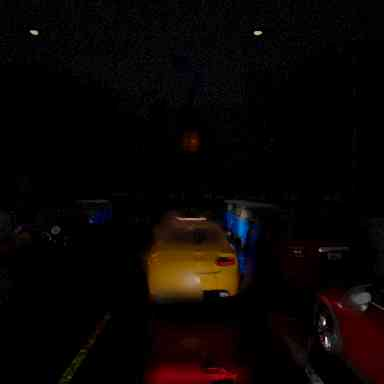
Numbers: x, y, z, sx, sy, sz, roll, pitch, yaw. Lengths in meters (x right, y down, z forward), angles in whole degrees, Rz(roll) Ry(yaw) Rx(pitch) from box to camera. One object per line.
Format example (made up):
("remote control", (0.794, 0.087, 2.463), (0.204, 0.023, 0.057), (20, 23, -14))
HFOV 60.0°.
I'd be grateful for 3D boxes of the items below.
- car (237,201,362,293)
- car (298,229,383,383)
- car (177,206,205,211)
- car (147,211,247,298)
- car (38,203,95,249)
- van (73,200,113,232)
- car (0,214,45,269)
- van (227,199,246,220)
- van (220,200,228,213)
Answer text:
("car", (2.716, 1.315, 8.763), (2.192, 1.841, 5.009), (0, 0, 0))
("car", (2.746, 1.440, 3.325), (1.967, 1.590, 4.097), (0, 0, 0))
("car", (-0.051, 1.493, 18.092), (2.128, 1.511, 4.902), (0, 0, 0))
("car", (0.038, 1.478, 8.590), (1.882, 1.535, 5.008), (0, 0, 0))
("car", (-5.838, 1.441, 14.154), (1.967, 1.590, 4.097), (0, 0, 0))
("van", (-5.868, 1.343, 19.592), (1.690, 1.788, 3.998), (0, 0, 0))
("car", (-5.808, 1.526, 8.547), (1.752, 1.417, 4.829), (0, 0, 0))
("van", (2.687, 1.342, 14.200), (1.690, 1.788, 3.998), (0, 0, 0))
("van", (2.657, 1.343, 19.638), (1.690, 1.788, 3.998), (0, 0, 0))
